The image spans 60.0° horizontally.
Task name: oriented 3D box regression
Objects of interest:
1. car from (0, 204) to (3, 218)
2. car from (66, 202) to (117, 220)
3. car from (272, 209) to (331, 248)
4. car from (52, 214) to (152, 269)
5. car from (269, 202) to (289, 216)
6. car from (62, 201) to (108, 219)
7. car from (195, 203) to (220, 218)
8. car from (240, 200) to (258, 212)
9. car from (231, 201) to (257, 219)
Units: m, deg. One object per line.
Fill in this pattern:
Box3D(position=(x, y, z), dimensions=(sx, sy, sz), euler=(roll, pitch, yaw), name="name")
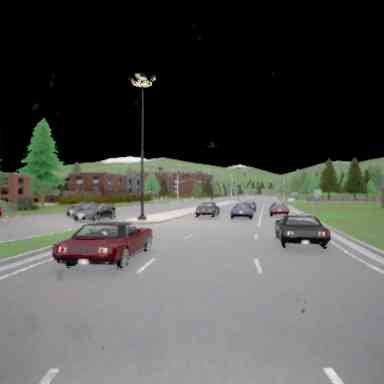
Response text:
Box3D(position=(-16.200, 1.378, 23.649), dimensions=(2.150, 2.045, 5.566), euler=(0, 0, 14), name="car")
Box3D(position=(-8.016, 1.674, 27.834), dimensions=(2.128, 1.511, 4.902), euler=(0, 0, 13), name="car")
Box3D(position=(4.909, 1.701, 15.335), dimensions=(1.895, 1.301, 4.718), euler=(0, 0, 10), name="car")
Box3D(position=(-2.753, 1.677, 11.521), dimensions=(1.895, 1.301, 4.718), euler=(0, 0, 7), name="car")
Box3D(position=(9.222, 1.792, 35.243), dimensions=(1.994, 1.385, 4.181), euler=(0, 0, 13), name="car")
Box3D(position=(-10.458, 1.707, 32.854), dimensions=(2.128, 1.511, 4.902), euler=(0, 0, 13), name="car")
Box3D(position=(1.633, 1.765, 33.416), dimensions=(2.033, 1.411, 5.357), euler=(0, 0, 13), name="car")
Box3D(position=(7.571, 1.833, 43.942), dimensions=(2.033, 1.411, 5.357), euler=(0, 0, 13), name="car")
Box3D(position=(4.753, 1.766, 31.266), dimensions=(1.994, 1.385, 4.181), euler=(0, -1, 12), name="car")
